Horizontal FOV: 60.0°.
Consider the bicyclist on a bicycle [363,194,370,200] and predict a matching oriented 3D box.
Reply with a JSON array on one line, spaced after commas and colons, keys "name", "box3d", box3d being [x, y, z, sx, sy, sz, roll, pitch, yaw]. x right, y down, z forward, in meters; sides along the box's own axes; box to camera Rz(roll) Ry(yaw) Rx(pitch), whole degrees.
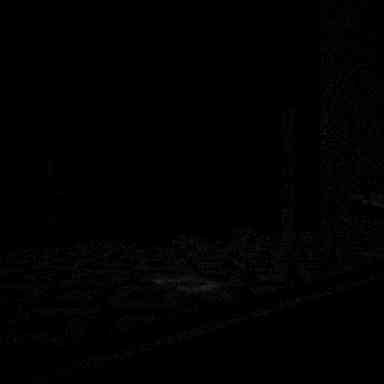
[{"name": "bicyclist on a bicycle", "box3d": [20.870, 1.030, 39.644, 1.656, 1.620, 0.582, 0, 1, -36]}]

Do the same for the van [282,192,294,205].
[{"name": "van", "box3d": [12.282, 0.930, 46.588, 1.690, 1.788, 3.998, 1, 0, -36]}]

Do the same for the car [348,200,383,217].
[{"name": "car", "box3d": [14.846, 1.366, 28.314, 2.008, 1.369, 4.403, 1, 0, -36]}]
